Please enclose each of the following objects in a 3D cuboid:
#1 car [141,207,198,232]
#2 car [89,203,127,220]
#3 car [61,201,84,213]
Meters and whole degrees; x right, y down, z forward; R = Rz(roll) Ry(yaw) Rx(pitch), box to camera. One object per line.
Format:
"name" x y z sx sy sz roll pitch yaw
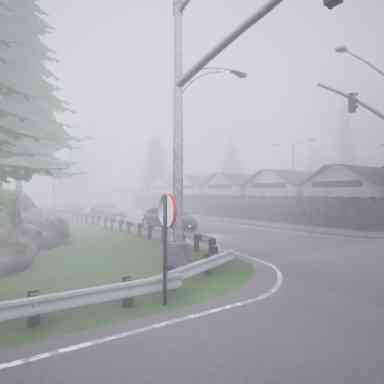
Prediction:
"car" -1.512 1.696 20.984 1.837 1.490 4.892 0 0 -35
"car" -7.610 1.739 29.742 2.033 1.411 5.357 0 0 -34
"car" -14.140 1.736 39.248 2.033 1.411 5.357 0 0 -30
